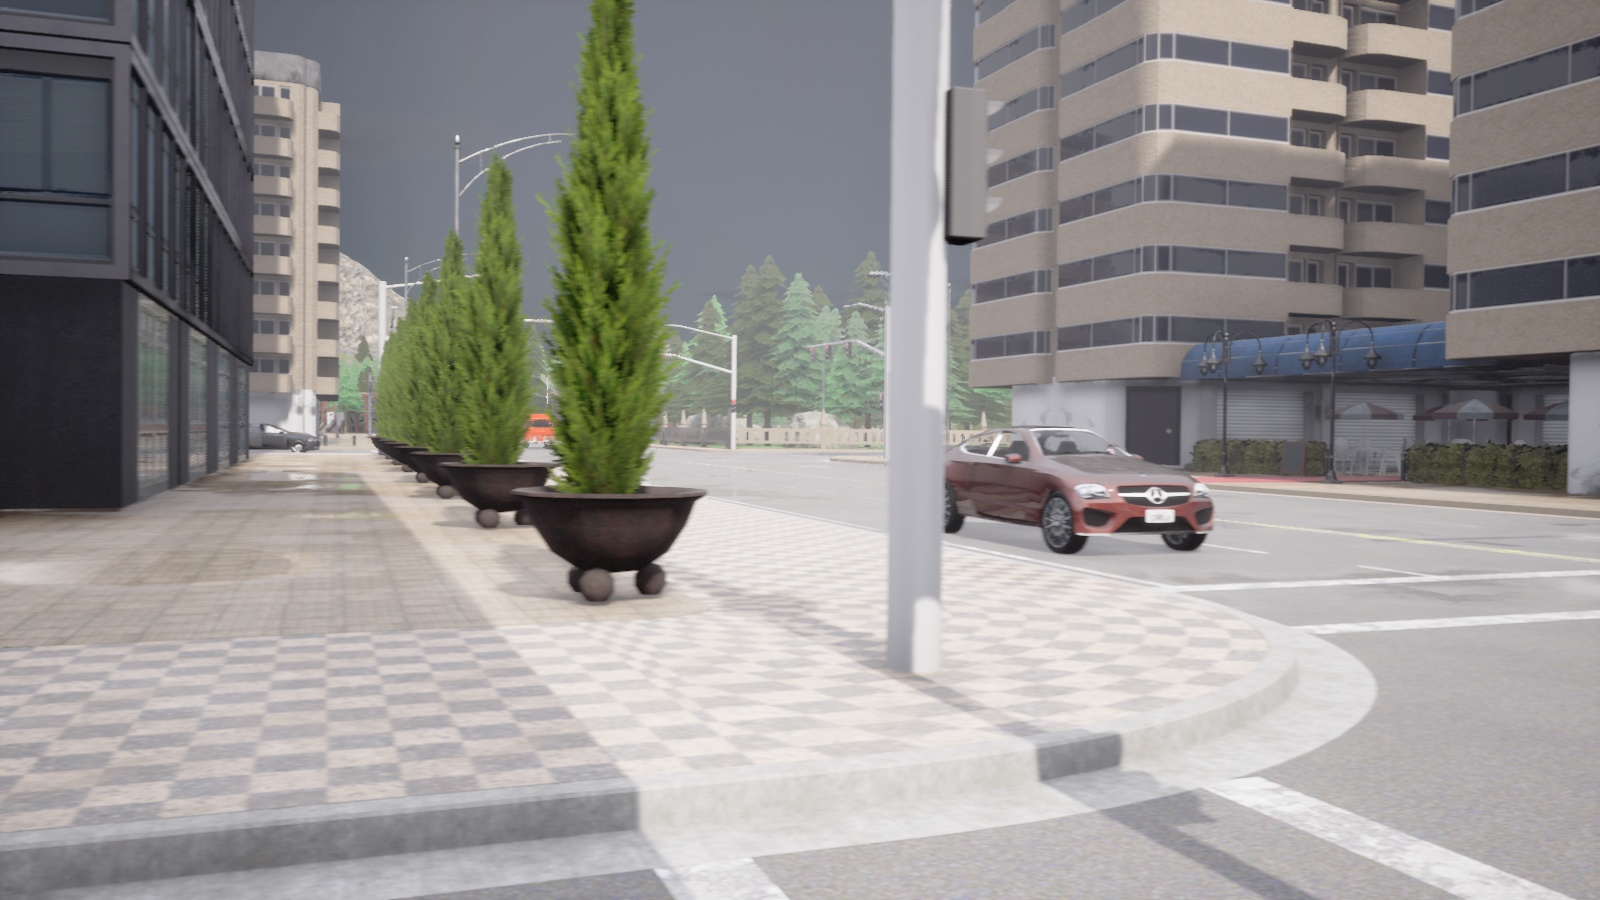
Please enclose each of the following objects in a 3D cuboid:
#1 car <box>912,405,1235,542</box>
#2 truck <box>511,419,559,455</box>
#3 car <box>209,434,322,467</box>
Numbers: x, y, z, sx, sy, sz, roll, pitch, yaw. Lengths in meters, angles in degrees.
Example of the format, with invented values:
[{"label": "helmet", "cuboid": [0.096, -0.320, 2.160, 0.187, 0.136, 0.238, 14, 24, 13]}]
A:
[{"label": "car", "cuboid": [3.670, 0.244, 18.012, 2.152, 1.651, 5.027, -1, 1, -20]}, {"label": "truck", "cuboid": [-18.896, -0.939, 89.396, 2.627, 2.467, 5.204, -1, 1, -20]}, {"label": "car", "cuboid": [-25.730, -0.009, 60.616, 4.902, 1.511, 2.128, -1, 1, -20]}]
